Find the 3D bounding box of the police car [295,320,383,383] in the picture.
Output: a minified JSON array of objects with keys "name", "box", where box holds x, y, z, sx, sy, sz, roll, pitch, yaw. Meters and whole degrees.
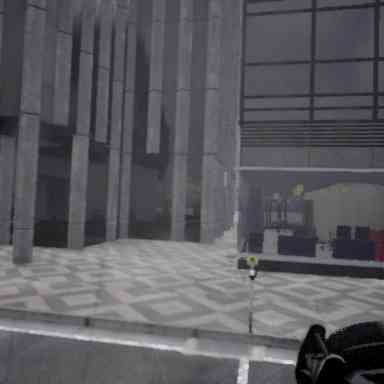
[{"name":"police car","box":[3.660,1.675,2.837,5.238,1.638,1.930,1,-2,11]}]
